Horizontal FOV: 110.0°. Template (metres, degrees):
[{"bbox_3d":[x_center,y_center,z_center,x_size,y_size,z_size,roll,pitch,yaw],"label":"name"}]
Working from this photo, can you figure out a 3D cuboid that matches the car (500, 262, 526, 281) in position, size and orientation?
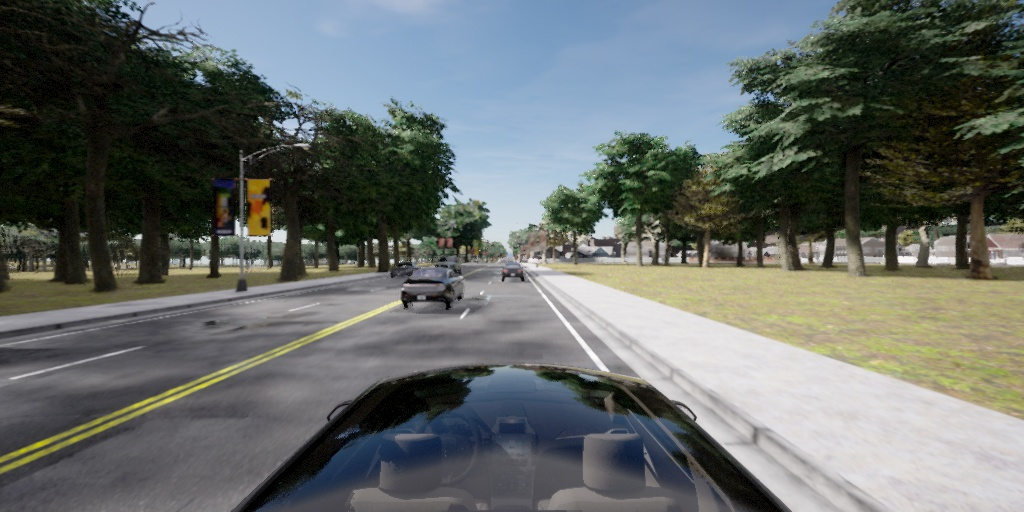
[{"bbox_3d":[0.068,1.303,30.428,1.812,1.442,4.674,0,0,0],"label":"car"}]

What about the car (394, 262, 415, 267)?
[{"bbox_3d":[-9.880,1.309,33.619,1.812,1.442,4.674,0,0,0],"label":"car"}]

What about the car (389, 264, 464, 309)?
[{"bbox_3d":[-3.162,1.249,14.966,2.128,1.511,4.902,0,0,0],"label":"car"}]

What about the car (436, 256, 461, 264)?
[{"bbox_3d":[-6.628,1.012,37.634,2.150,2.045,5.566,0,0,0],"label":"car"}]
